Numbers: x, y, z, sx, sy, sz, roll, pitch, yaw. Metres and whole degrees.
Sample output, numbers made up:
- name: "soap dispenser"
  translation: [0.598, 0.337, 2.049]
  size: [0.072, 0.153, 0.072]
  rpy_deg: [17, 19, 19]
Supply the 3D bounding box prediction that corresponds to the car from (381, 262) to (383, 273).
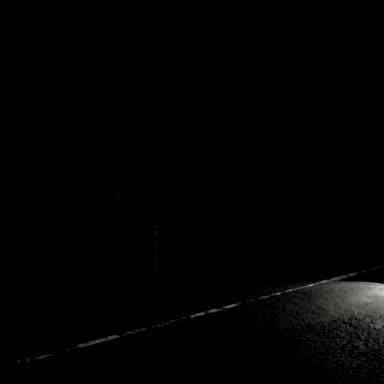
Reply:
- name: "car"
  translation: [6.881, 1.564, 8.787]
  size: [4.181, 1.385, 1.994]
  rpy_deg: [0, 0, -35]
